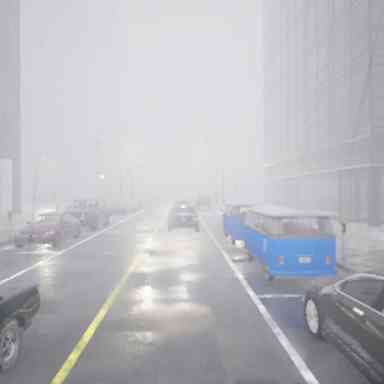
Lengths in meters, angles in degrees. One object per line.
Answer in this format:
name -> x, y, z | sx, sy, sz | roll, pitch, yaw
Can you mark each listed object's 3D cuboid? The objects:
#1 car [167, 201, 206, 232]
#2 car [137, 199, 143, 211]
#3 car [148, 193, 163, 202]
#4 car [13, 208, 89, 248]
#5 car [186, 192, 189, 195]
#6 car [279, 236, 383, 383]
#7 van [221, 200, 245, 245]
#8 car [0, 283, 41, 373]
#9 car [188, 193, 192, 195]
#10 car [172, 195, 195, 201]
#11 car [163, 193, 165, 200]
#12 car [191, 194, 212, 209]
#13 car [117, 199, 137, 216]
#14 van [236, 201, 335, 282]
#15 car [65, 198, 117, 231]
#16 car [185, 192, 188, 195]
car -> -0.515, 1.503, 19.972 | 2.033, 1.411, 5.357 | 0, 0, -2
car -> -6.912, 1.532, 37.179 | 1.802, 1.307, 4.206 | 0, 0, -2
car -> -7.942, 1.208, 69.635 | 2.192, 1.841, 5.009 | 0, 0, -2
car -> -6.200, 1.578, 14.717 | 1.802, 1.307, 4.206 | 0, 0, -2
car -> 0.044, 1.371, 86.824 | 1.887, 1.381, 4.507 | 0, 0, -2
car -> 2.676, 1.528, 3.773 | 2.008, 1.369, 4.403 | 0, 0, -2
van -> 2.319, 1.294, 15.004 | 1.690, 1.788, 3.998 | 0, 0, -2
car -> -3.158, 1.609, 2.818 | 1.895, 1.301, 4.718 | 0, 0, -2
car -> 0.579, 1.401, 69.925 | 2.008, 1.369, 4.403 | 0, 0, -2
car -> -1.135, 1.408, 39.452 | 2.128, 1.511, 4.902 | 0, 0, -2
car -> -8.293, 1.403, 80.733 | 1.752, 1.417, 4.829 | 0, 0, -2
car -> 1.429, 1.211, 43.084 | 2.192, 1.841, 5.009 | 0, 0, -2
car -> -6.734, 1.506, 31.564 | 1.887, 1.381, 4.507 | 0, 0, -2
van -> 2.497, 1.306, 9.389 | 1.690, 1.788, 3.998 | 0, 0, -2
car -> -6.379, 1.299, 20.332 | 2.192, 1.841, 5.009 | 0, 0, -2
car -> -0.135, 1.364, 92.458 | 1.887, 1.381, 4.507 | 0, 0, -2
